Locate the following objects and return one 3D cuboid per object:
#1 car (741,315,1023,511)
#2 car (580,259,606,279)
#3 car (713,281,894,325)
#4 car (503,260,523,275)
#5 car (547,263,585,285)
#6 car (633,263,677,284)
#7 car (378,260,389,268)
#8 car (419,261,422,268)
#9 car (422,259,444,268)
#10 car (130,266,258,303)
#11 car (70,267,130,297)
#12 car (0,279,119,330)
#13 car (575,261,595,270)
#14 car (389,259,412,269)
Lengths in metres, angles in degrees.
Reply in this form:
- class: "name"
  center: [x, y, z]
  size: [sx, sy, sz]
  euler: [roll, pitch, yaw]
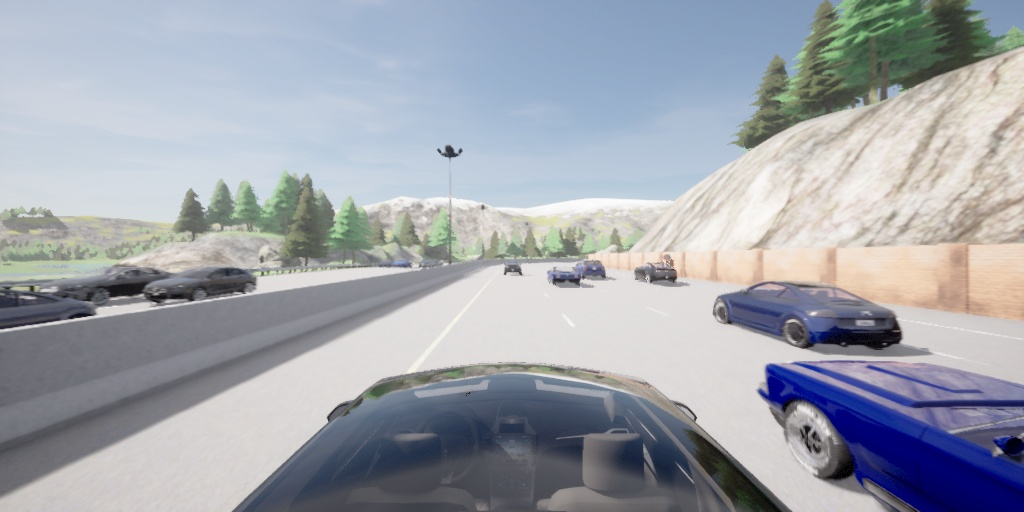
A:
- class: "car"
  center: [3.614, 1.351, 1.759]
  size: [1.895, 1.301, 4.718]
  euler: [0, 0, 0]
- class: "car"
  center: [7.081, 1.105, 32.952]
  size: [2.097, 1.767, 4.553]
  euler: [0, 0, 0]
- class: "car"
  center: [7.093, 1.315, 9.203]
  size: [1.994, 1.385, 4.181]
  euler: [0, 0, 0]
- class: "car"
  center: [0.075, 1.277, 39.676]
  size: [1.812, 1.442, 4.674]
  euler: [0, 0, 0]
- class: "car"
  center: [3.577, 1.352, 25.508]
  size: [1.895, 1.301, 4.718]
  euler: [0, 0, 0]
- class: "car"
  center: [10.583, 1.243, 26.888]
  size: [2.128, 1.511, 4.902]
  euler: [0, 0, 0]
- class: "car"
  center: [-21.048, 1.300, 60.627]
  size: [1.994, 1.385, 4.181]
  euler: [0, 0, 0]
- class: "car"
  center: [-14.061, 1.238, 59.371]
  size: [2.128, 1.511, 4.902]
  euler: [0, 0, 1]
- class: "car"
  center: [-10.581, 1.254, 49.561]
  size: [1.837, 1.490, 4.892]
  euler: [0, 0, 0]
- class: "car"
  center: [-14.101, 1.254, 16.624]
  size: [1.837, 1.490, 4.892]
  euler: [0, 0, 0]
- class: "car"
  center: [-17.600, 1.240, 16.030]
  size: [2.128, 1.511, 4.902]
  euler: [0, 0, 0]
- class: "car"
  center: [-10.598, 1.313, 6.604]
  size: [1.994, 1.385, 4.181]
  euler: [0, 0, 0]
- class: "car"
  center: [10.573, 1.354, 52.200]
  size: [1.895, 1.301, 4.718]
  euler: [0, 0, 0]
- class: "car"
  center: [-17.563, 1.227, 57.495]
  size: [1.882, 1.535, 5.008]
  euler: [0, 0, 1]
